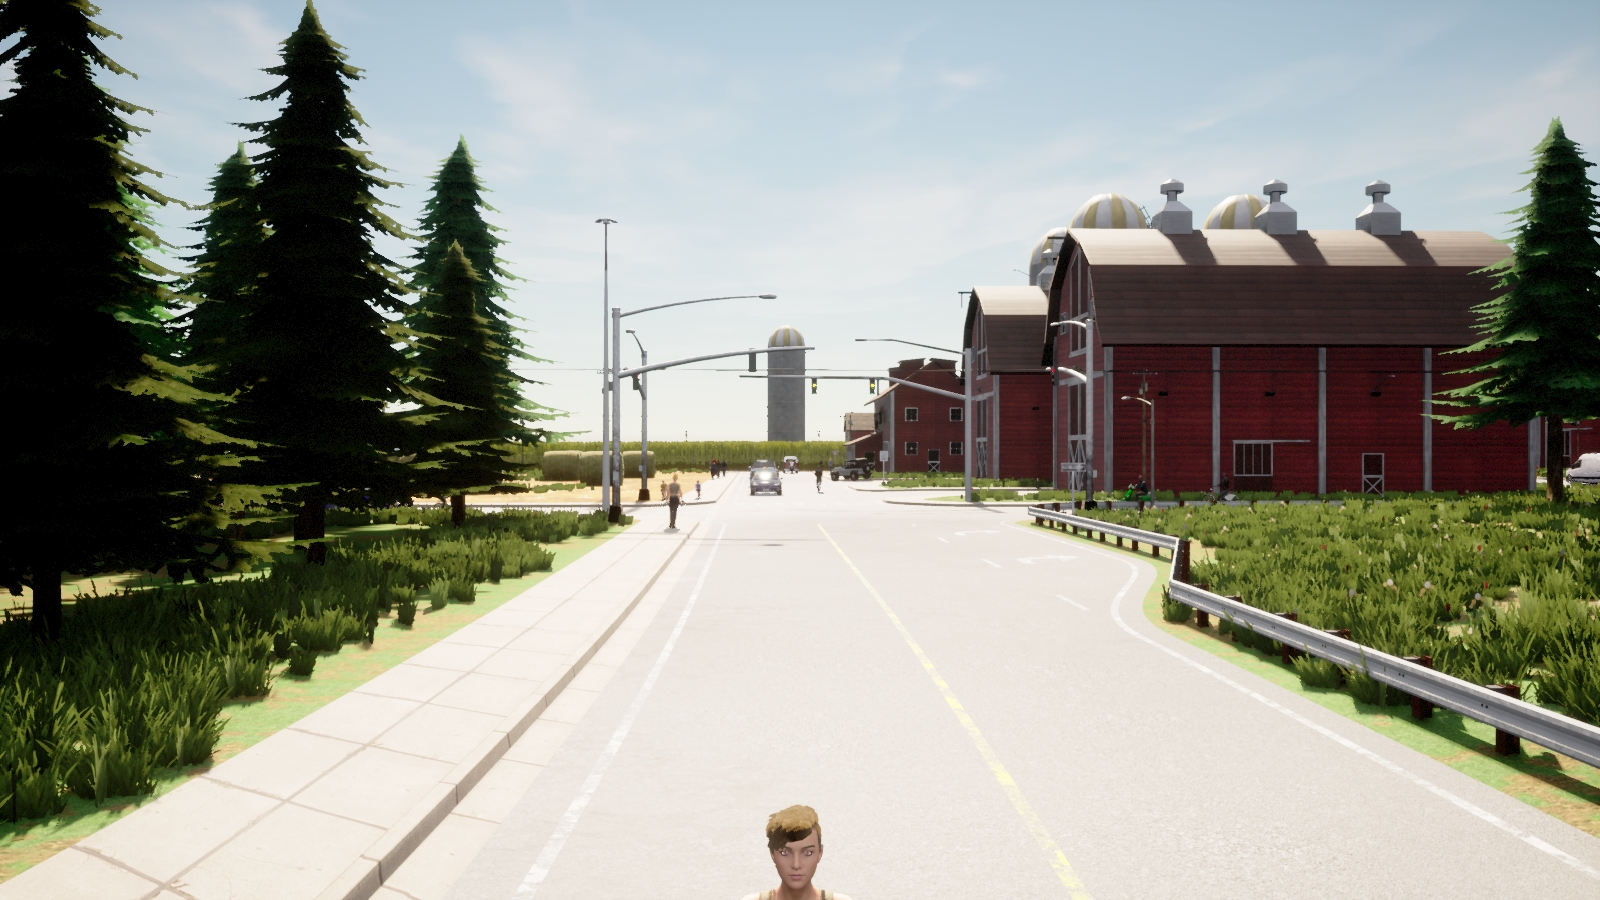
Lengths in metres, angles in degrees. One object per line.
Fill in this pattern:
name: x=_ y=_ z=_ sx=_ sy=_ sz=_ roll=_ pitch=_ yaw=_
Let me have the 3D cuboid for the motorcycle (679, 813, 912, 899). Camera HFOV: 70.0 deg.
motorcycle: x=-0.013 y=2.128 z=3.457 sx=0.764 sy=1.307 sz=2.356 roll=0 pitch=0 yaw=0

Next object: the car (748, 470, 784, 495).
car: x=-2.153 y=2.036 z=72.119 sx=2.163 sy=1.488 sz=4.792 roll=0 pitch=0 yaw=-2

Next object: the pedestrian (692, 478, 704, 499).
pedestrian: x=-5.441 y=2.053 z=60.965 sx=0.500 sy=1.100 sz=0.500 roll=0 pitch=0 yaw=-30

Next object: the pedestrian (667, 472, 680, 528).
pedestrian: x=-4.234 y=1.672 z=38.267 sx=0.375 sy=1.860 sz=0.375 roll=0 pitch=0 yaw=1

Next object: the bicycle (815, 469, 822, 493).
bicycle: x=1.224 y=2.041 z=75.278 sx=0.329 sy=1.471 sz=1.835 roll=0 pitch=0 yaw=-2

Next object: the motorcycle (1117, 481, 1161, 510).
motorcycle: x=15.989 y=2.145 z=53.899 sx=1.805 sy=1.316 sz=0.856 roll=0 pitch=0 yaw=-1

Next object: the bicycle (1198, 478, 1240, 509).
bicycle: x=19.800 y=2.064 z=53.998 sx=1.835 sy=1.471 sz=0.329 roll=0 pitch=0 yaw=-1

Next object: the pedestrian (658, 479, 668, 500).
pedestrian: x=-7.165 y=2.056 z=59.853 sx=0.500 sy=1.100 sz=0.500 roll=0 pitch=0 yaw=-2
